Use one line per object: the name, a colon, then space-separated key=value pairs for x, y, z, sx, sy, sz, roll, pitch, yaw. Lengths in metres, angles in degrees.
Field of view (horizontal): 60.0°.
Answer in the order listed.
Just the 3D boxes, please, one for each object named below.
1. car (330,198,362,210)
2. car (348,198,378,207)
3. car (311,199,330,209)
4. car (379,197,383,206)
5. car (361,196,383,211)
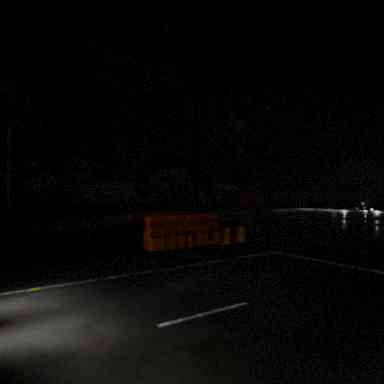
car: x=21.218 y=1.593 z=44.947 sx=4.892 sy=1.490 sz=1.837 roll=0 pitch=0 yaw=-35
car: x=27.705 y=1.652 z=53.845 sx=5.357 sy=1.411 sz=2.033 roll=0 pitch=0 yaw=-35
car: x=19.272 y=1.689 z=47.857 sx=4.718 sy=1.301 sz=1.895 roll=0 pitch=0 yaw=-35
car: x=35.676 y=1.612 z=59.454 sx=4.902 sy=1.511 sz=2.128 roll=0 pitch=0 yaw=-36
car: x=24.286 y=1.595 z=42.837 sx=4.892 sy=1.490 sz=1.837 roll=0 pitch=0 yaw=-36
